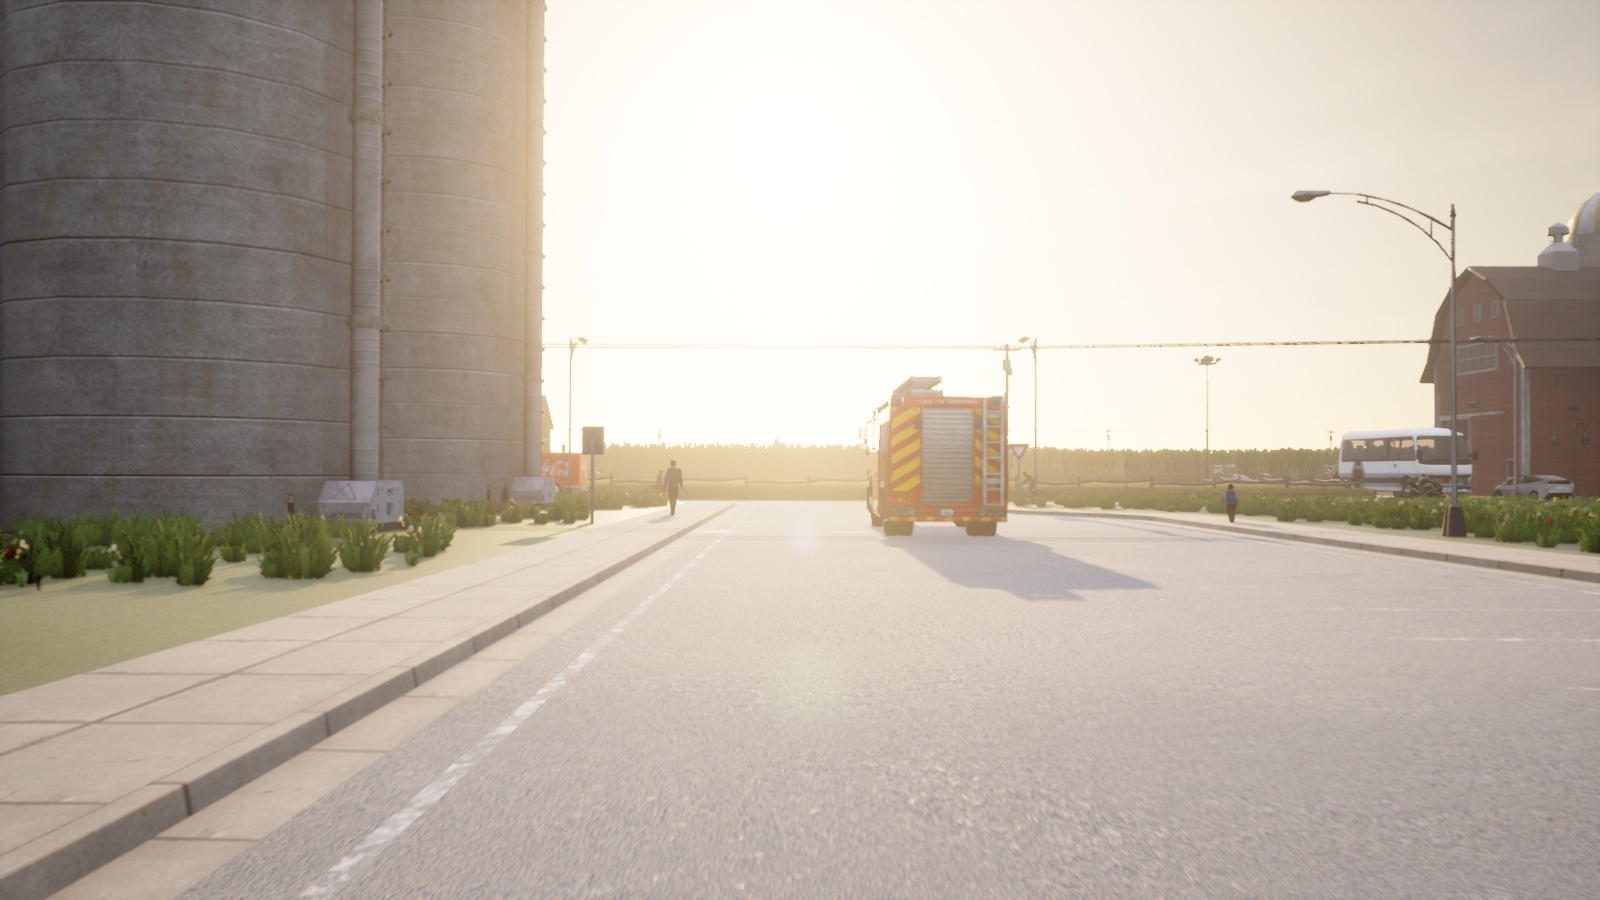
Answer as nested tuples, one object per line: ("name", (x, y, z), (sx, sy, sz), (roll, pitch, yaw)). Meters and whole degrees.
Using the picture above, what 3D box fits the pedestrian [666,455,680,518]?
("pedestrian", (-4.025, 1.151, 39.750), (0.423, 1.949, 0.788), (0, -1, -6))

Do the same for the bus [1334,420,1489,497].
("bus", (36.257, 0.551, 75.138), (3.944, 4.253, 10.273), (0, -1, -2))

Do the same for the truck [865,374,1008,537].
("truck", (3.415, 0.200, 33.696), (2.891, 3.827, 8.468), (0, -1, 0))

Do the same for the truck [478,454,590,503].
("truck", (-13.717, 1.467, 64.972), (5.204, 2.467, 2.627), (0, -1, 1))

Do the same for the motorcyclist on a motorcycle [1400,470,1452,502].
("motorcyclist on a motorcycle", (30.691, 1.747, 61.585), (2.191, 1.530, 0.866), (0, -1, -13))

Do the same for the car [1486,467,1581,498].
("car", (38.069, 1.693, 65.293), (2.007, 1.525, 4.514), (0, -1, -4))

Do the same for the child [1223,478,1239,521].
("child", (12.093, 1.392, 35.240), (0.343, 1.192, 0.448), (0, -1, 12))

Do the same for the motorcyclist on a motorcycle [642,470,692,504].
("motorcyclist on a motorcycle", (-6.512, 1.818, 61.370), (2.350, 1.649, 0.766), (0, -1, 1))
